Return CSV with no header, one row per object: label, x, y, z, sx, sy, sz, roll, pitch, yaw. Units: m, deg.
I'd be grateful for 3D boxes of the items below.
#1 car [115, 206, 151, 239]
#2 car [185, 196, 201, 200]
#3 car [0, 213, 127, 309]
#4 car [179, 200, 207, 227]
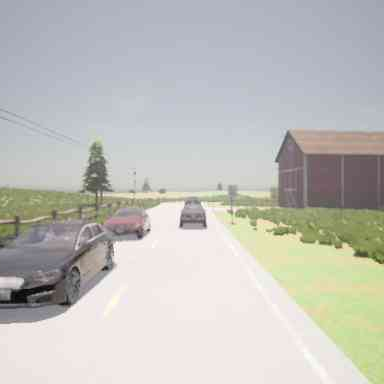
car,-3.239,1.511,17.445,1.812,1.442,4.674,0,0,1
car,0.107,1.316,45.261,2.097,1.767,4.553,0,0,0
car,-3.219,1.485,8.062,2.128,1.511,4.902,0,0,1
car,0.085,1.529,22.819,2.033,1.411,5.357,0,0,0
